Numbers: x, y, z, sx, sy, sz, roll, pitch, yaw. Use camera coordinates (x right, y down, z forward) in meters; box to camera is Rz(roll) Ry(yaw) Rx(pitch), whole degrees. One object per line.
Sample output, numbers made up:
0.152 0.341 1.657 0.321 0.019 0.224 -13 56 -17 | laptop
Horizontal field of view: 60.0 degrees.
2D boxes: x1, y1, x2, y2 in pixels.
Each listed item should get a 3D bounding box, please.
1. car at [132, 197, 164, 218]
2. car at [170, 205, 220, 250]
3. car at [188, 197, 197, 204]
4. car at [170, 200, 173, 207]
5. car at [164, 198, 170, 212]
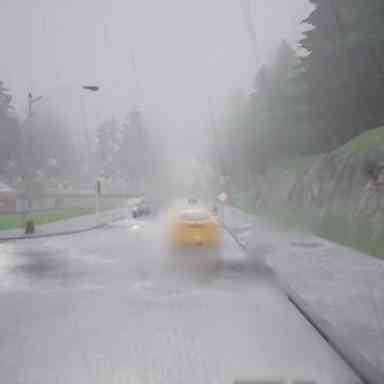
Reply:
-4.052 1.394 30.225 2.097 1.767 4.553 0 0 0 | car
0.123 1.496 14.366 1.882 1.535 5.008 0 0 0 | car
0.094 1.635 66.889 2.033 1.411 5.357 0 0 0 | car
-3.935 1.631 49.552 1.994 1.385 4.181 0 0 1 | car
-4.020 1.618 39.543 1.994 1.385 4.181 0 0 0 | car
